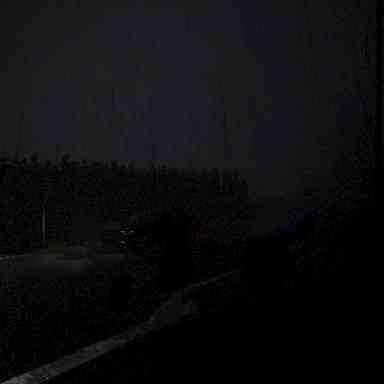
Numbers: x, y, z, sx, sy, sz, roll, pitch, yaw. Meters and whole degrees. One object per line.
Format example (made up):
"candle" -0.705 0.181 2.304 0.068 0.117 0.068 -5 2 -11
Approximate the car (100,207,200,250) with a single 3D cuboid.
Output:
"car" -1.662 1.449 14.516 1.882 1.535 5.008 0 0 37
